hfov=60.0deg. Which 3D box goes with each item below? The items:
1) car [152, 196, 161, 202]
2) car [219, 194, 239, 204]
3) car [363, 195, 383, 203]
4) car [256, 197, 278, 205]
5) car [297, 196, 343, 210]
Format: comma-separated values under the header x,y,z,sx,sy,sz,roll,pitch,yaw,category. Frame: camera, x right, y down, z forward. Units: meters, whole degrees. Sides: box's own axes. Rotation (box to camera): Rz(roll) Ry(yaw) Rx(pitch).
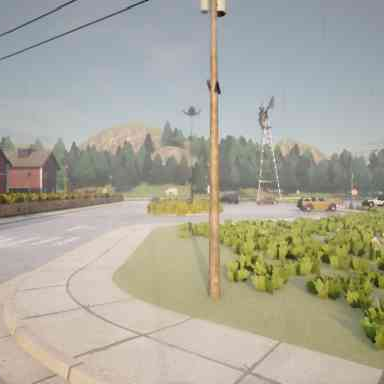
x,y,z,sx,sy,sz,roll,pitch,yaw,category
-8.676,1.712,81.087,1.882,1.535,5.008,0,0,-1,car
7.058,1.378,65.901,2.150,2.045,5.566,0,0,-27,car
27.744,1.377,50.006,3.866,1.878,1.905,0,0,-2,car
13.937,1.649,61.873,3.905,1.438,1.784,0,0,-2,car
14.812,1.388,39.410,4.605,1.855,1.932,0,0,-2,car
